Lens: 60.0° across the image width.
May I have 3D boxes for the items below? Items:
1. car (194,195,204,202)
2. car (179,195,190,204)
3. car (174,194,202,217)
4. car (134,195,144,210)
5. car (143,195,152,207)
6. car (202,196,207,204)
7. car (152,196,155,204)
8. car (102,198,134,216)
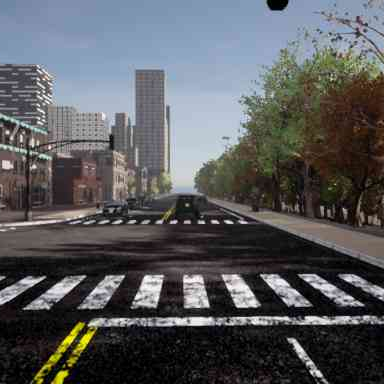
[{"bbox_3d":[1.508,1.460,72.992,1.837,1.490,4.892,0,0,-1],"label":"car"},{"bbox_3d":[-1.401,1.444,62.815,1.882,1.535,5.008,0,0,-2],"label":"car"},{"bbox_3d":[-0.523,1.208,31.202,2.150,2.045,5.566,0,0,-3],"label":"car"},{"bbox_3d":[-7.589,1.484,42.009,1.837,1.490,4.892,0,0,-1],"label":"car"},{"bbox_3d":[-7.821,1.325,51.704,2.097,1.767,4.553,0,0,-1],"label":"car"},{"bbox_3d":[1.851,1.444,62.886,1.882,1.535,5.008,0,0,-1],"label":"car"},{"bbox_3d":[-8.026,1.458,61.967,2.128,1.511,4.902,0,0,-1],"label":"car"},{"bbox_3d":[-7.366,1.476,32.451,2.128,1.511,4.902,0,0,-1],"label":"car"}]
